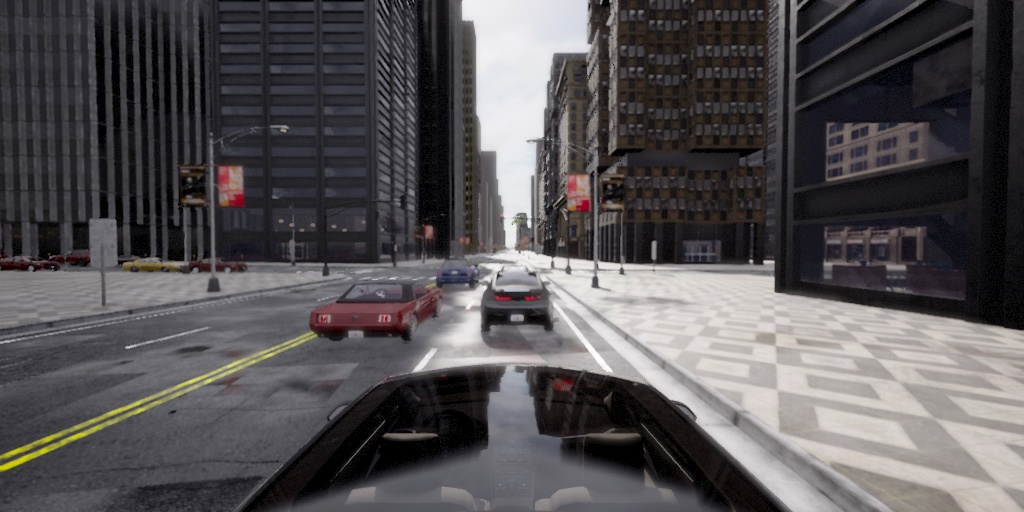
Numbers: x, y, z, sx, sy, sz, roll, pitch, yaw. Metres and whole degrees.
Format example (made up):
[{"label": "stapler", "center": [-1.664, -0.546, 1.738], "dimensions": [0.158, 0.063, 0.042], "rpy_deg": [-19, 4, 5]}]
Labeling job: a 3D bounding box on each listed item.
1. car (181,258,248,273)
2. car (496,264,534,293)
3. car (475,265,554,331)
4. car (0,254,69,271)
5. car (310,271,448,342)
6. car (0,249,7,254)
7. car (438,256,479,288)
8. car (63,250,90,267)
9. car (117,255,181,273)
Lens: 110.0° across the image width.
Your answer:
[{"label": "car", "center": [-25.951, 0.832, 31.727], "dimensions": [4.507, 1.381, 1.888], "rpy_deg": [0, 0, 0]}, {"label": "car", "center": [0.151, 1.151, 19.882], "dimensions": [1.895, 1.301, 4.718], "rpy_deg": [0, 1, 0]}, {"label": "car", "center": [0.127, 1.157, 10.595], "dimensions": [1.837, 1.490, 4.892], "rpy_deg": [0, 0, 0]}, {"label": "car", "center": [-42.826, 0.691, 31.673], "dimensions": [4.507, 1.381, 1.888], "rpy_deg": [0, 0, 0]}, {"label": "car", "center": [-3.133, 1.267, 9.437], "dimensions": [1.895, 1.301, 4.718], "rpy_deg": [0, 1, 0]}, {"label": "car", "center": [-48.451, 0.410, 31.656], "dimensions": [5.009, 1.841, 2.192], "rpy_deg": [0, 0, 0]}, {"label": "car", "center": [-3.128, 0.884, 21.474], "dimensions": [2.097, 1.767, 4.553], "rpy_deg": [0, 1, -1]}, {"label": "car", "center": [-48.474, 0.218, 40.179], "dimensions": [5.009, 1.841, 2.192], "rpy_deg": [0, 0, 0]}, {"label": "car", "center": [-31.406, 0.767, 31.709], "dimensions": [4.829, 1.417, 1.751], "rpy_deg": [0, 0, 0]}]
